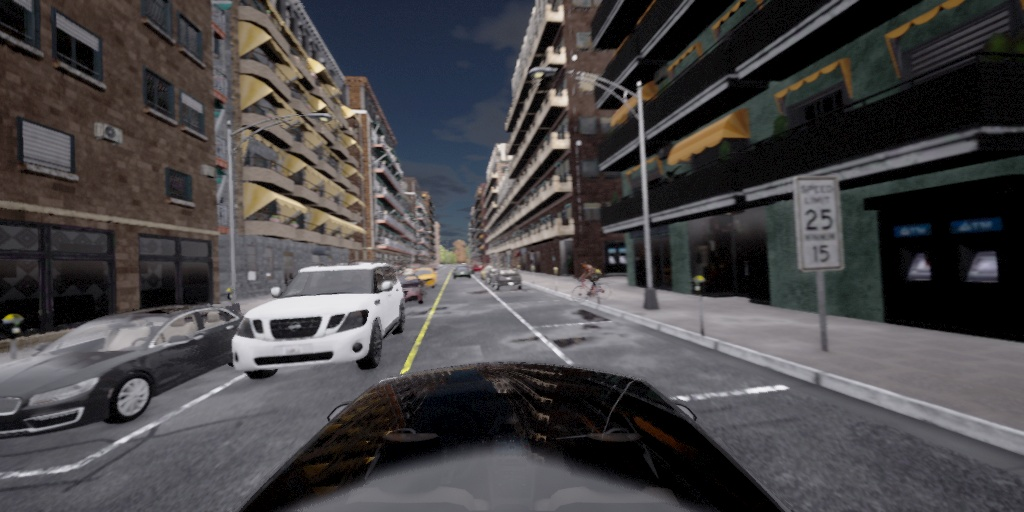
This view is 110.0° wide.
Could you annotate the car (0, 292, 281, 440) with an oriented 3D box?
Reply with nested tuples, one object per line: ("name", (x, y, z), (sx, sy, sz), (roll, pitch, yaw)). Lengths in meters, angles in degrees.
("car", (-6.107, 1.585, 6.040), (2.007, 1.370, 4.403), (0, 0, -9))

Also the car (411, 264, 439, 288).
("car", (-6.990, 1.718, 28.493), (1.882, 1.535, 5.008), (-2, 0, -9))

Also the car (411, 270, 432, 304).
("car", (-5.406, 1.658, 18.251), (1.994, 1.385, 4.181), (-2, 0, -8))

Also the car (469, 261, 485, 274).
("car", (-4.649, 1.627, 51.308), (2.192, 1.841, 5.009), (0, 0, -9))

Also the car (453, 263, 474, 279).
("car", (-5.662, 1.839, 40.723), (1.994, 1.385, 4.181), (-2, 0, -8))

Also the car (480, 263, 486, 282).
("car", (-1.238, 1.543, 29.302), (2.007, 1.370, 4.403), (0, 0, -9))

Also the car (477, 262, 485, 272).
("car", (-2.117, 1.597, 34.971), (1.751, 1.417, 4.829), (0, 0, -9))

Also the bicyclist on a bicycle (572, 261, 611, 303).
("bicyclist on a bicycle", (3.089, 1.010, 14.194), (1.656, 1.620, 0.582), (-7, 0, -9))

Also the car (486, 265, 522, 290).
("car", (-0.386, 1.464, 23.800), (2.007, 1.370, 4.403), (0, 0, -9))

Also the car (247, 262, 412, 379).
("car", (-3.900, 1.176, 8.402), (2.150, 2.045, 5.566), (-2, -1, -9))
